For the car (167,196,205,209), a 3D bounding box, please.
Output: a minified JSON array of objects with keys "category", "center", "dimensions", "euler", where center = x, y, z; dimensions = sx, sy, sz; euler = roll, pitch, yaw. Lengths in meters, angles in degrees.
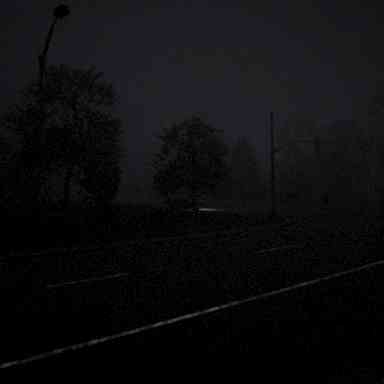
[{"category":"car","center":[-0.851,1.162,38.241],"dimensions":[2.033,1.411,5.357],"euler":[-2,1,-39]}]
